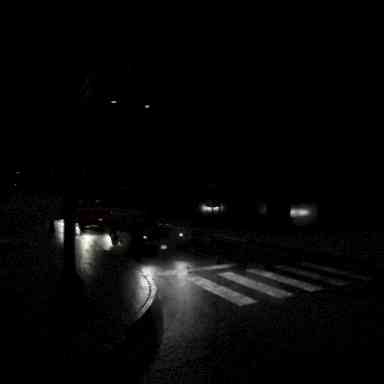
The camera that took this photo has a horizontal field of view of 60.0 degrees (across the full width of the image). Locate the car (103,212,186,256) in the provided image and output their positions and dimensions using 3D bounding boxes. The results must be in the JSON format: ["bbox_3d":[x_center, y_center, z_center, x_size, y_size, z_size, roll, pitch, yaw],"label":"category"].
[{"bbox_3d":[-2.064,1.706,14.018,1.895,1.301,4.718,0,0,-29],"label":"car"}]

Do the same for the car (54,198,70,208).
[{"bbox_3d":[-21.497,1.794,54.973,1.994,1.385,4.181,0,0,-29],"label":"car"}]

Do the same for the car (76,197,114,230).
[{"bbox_3d":[-6.960,1.366,22.829,2.150,2.045,5.566,0,0,-29],"label":"car"}]

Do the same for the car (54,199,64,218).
[{"bbox_3d":[-12.033,1.669,31.942,2.128,1.511,4.902,0,0,-29],"label":"car"}]
